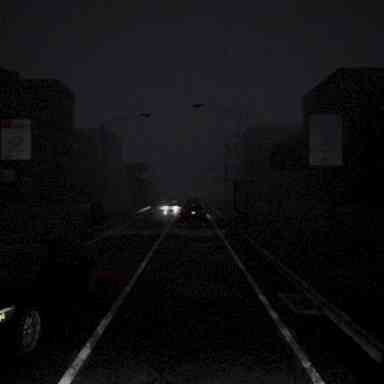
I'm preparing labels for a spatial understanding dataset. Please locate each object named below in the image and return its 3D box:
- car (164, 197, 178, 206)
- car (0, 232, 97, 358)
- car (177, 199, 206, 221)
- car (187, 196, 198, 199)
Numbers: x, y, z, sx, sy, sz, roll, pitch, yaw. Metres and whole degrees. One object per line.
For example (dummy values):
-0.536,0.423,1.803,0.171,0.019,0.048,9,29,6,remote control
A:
-3.076,1.359,49.328,1.895,1.301,4.718,0,0,0,car
-3.101,1.528,6.122,1.812,1.442,4.674,0,0,0,car
0.101,1.488,26.270,1.994,1.385,4.181,0,0,0,car
0.102,1.311,42.628,1.837,1.490,4.892,0,0,0,car
